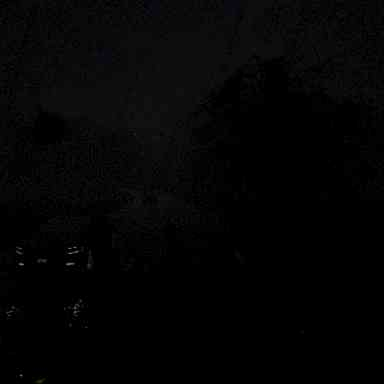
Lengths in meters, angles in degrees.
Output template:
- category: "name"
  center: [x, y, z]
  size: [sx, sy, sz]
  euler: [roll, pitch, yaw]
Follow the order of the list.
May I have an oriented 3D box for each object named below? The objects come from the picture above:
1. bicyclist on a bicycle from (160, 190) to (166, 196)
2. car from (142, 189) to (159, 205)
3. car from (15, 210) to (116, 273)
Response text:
- category: "bicyclist on a bicycle"
  center: [-7.400, 0.368, 88.779]
  size: [0.866, 1.612, 1.509]
  euler: [0, 1, -10]
- category: "car"
  center: [-6.273, 0.778, 49.796]
  size: [2.150, 2.045, 5.566]
  euler: [0, 1, -6]
- category: "car"
  center: [-3.773, 1.411, 10.722]
  size: [1.882, 1.535, 5.008]
  euler: [0, 0, -2]
